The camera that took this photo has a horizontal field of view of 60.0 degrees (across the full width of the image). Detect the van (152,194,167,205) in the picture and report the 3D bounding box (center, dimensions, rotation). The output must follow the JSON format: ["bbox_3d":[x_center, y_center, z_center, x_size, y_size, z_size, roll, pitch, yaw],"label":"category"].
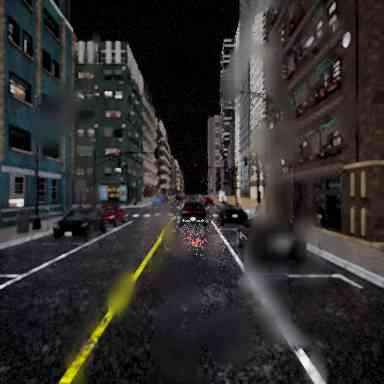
[{"bbox_3d":[-5.668,1.286,55.367,1.690,1.788,3.998,0,0,0],"label":"van"}]

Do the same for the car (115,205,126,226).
[{"bbox_3d":[-5.678,1.554,22.973,1.802,1.307,4.206,0,0,0],"label":"car"}]

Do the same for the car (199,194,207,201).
[{"bbox_3d":[2.718,1.372,83.002,1.967,1.590,4.097,0,0,0],"label":"car"}]

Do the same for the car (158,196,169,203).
[{"bbox_3d":[-5.667,1.483,66.423,1.887,1.381,4.507,0,0,0],"label":"car"}]

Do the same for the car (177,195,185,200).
[{"bbox_3d":[-2.978,1.503,88.625,1.895,1.301,4.718,0,0,0],"label":"car"}]

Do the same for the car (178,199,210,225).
[{"bbox_3d":[0.096,1.475,23.675,1.837,1.490,4.892,0,0,0],"label":"car"}]

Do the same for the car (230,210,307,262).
[{"bbox_3d":[2.701,1.550,11.912,1.947,1.339,4.313,0,0,0],"label":"car"}]

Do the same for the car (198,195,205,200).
[{"bbox_3d":[2.720,1.482,94.058,2.008,1.369,4.403,0,0,0],"label":"car"}]

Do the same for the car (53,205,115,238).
[{"bbox_3d":[-5.679,1.544,17.449,1.947,1.339,4.313,0,0,0],"label":"car"}]

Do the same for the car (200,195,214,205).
[{"bbox_3d":[2.711,1.527,55.364,1.802,1.307,4.206,0,0,0],"label":"car"}]

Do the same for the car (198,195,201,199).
[{"bbox_3d":[2.714,1.379,66.420,1.967,1.590,4.097,0,0,0],"label":"car"}]

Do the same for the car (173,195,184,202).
[{"bbox_3d":[-2.982,1.435,73.043,1.837,1.490,4.892,0,0,0],"label":"car"}]

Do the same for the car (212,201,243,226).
[{"bbox_3d":[2.703,1.538,22.959,1.947,1.339,4.313,0,0,0],"label":"car"}]
